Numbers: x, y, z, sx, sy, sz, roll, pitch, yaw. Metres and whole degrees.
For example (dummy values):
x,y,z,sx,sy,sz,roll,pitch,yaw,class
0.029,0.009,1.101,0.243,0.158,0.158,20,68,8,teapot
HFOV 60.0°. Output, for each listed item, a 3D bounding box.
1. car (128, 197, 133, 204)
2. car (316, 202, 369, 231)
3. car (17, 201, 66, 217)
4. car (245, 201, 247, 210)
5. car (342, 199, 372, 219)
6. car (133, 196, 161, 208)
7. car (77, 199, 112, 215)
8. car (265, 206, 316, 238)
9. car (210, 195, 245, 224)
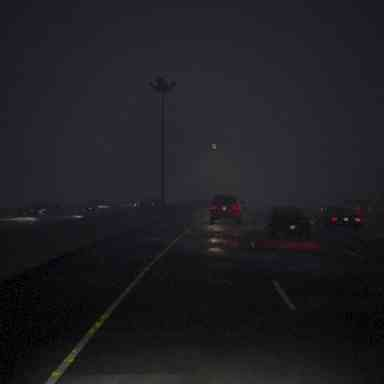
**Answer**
x,y,z,sx,sy,sz,roll,pitch,yaw,class
-10.945,1.522,64.962,1.882,1.535,5.008,0,0,12,car
9.027,1.584,21.033,2.033,1.411,5.357,0,0,10,car
-14.134,1.556,31.660,2.033,1.411,5.357,0,0,11,car
6.145,1.655,42.809,1.895,1.301,4.718,0,0,11,car
14.247,1.407,29.684,2.097,1.767,4.553,0,0,11,car
-5.115,1.386,41.032,2.097,1.767,4.553,0,0,11,car
-10.003,1.524,34.492,1.837,1.490,4.892,0,0,11,car
5.063,1.505,18.048,1.882,1.535,5.008,0,0,8,car
2.688,1.248,25.261,2.150,2.045,5.566,0,-1,11,car
